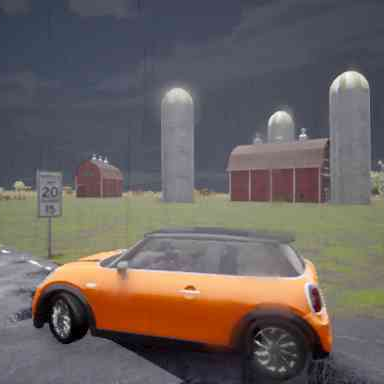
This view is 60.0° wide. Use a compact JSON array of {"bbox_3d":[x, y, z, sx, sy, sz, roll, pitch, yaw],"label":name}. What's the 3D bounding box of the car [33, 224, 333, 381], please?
[{"bbox_3d":[-0.231,1.355,5.393,4.553,1.767,2.097,0,0,18],"label":"car"}]
